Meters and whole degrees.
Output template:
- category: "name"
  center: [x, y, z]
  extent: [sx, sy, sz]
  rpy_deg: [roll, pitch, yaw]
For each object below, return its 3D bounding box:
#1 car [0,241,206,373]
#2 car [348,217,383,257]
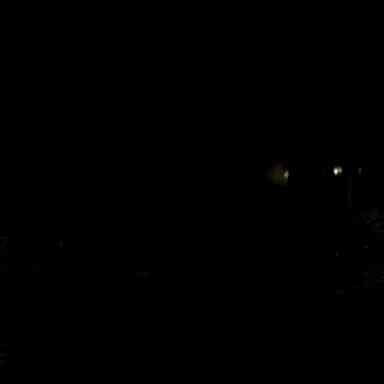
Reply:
- category: "car"
  center: [-1.725, 1.566, 5.534]
  extent: [4.313, 1.339, 1.947]
  rpy_deg: [0, 0, -36]
- category: "car"
  center: [7.456, 1.547, 12.084]
  extent: [4.507, 1.381, 1.887]
  rpy_deg: [0, 0, -36]
